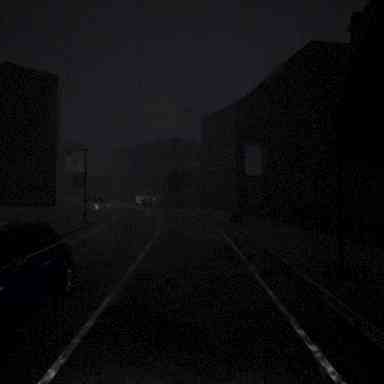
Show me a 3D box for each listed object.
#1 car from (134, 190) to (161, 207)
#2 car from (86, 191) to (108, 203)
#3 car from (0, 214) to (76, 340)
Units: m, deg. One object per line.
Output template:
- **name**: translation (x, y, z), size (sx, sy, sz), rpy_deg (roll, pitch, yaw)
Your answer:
- **car**: translation (-5.652, 0.830, 42.104), size (2.150, 2.045, 5.566), rpy_deg (2, 1, -25)
- **car**: translation (-13.905, 0.678, 48.588), size (1.882, 1.535, 5.008), rpy_deg (3, 0, -37)
- **car**: translation (-3.633, 1.354, 5.524), size (2.097, 1.767, 4.553), rpy_deg (0, 0, 0)
